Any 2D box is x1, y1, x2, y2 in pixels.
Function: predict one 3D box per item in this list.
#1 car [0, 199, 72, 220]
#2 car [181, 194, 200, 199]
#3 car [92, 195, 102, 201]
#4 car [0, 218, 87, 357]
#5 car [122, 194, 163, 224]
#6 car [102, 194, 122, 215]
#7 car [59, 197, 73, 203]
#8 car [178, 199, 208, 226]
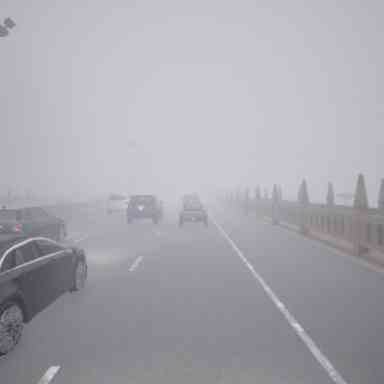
[{"bbox_3d":[-6.904,1.345,13.658,2.097,1.767,4.553,0,0,0],"label":"car"},{"bbox_3d":[-0.158,1.203,40.414,2.150,2.045,5.566,0,0,-1],"label":"car"},{"bbox_3d":[-14.622,1.323,53.278,2.097,1.767,4.553,0,0,-2],"label":"car"},{"bbox_3d":[-3.402,1.488,5.991,2.128,1.511,4.902,0,0,0],"label":"car"},{"bbox_3d":[-3.414,1.209,24.831,2.150,2.045,5.566,0,0,0],"label":"car"},{"bbox_3d":[-7.000,1.205,33.435,2.150,2.045,5.566,0,0,-1],"label":"car"},{"bbox_3d":[-21.710,1.573,56.277,1.994,1.385,4.181,0,0,-2],"label":"car"},{"bbox_3d":[0.091,1.479,23.113,2.128,1.511,4.902,0,0,0],"label":"car"}]
